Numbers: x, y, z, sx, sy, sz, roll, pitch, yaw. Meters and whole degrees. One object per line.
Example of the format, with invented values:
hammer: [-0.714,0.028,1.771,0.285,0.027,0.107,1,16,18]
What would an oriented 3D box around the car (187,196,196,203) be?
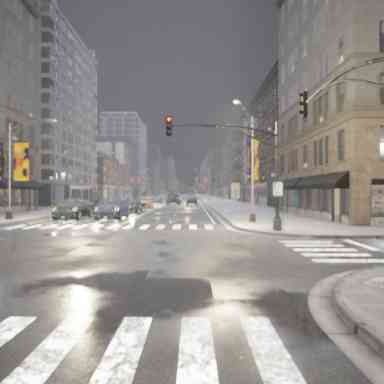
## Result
car: [-0.017,1.502,68.517,1.812,1.442,4.674,0,0,0]

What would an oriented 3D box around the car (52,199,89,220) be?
car: [-9.845,1.348,27.613,2.097,1.767,4.553,0,0,0]

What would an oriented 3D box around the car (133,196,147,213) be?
car: [-6.592,1.485,36.452,2.128,1.511,4.902,0,0,0]

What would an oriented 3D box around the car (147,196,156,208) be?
car: [-6.591,1.467,46.739,1.882,1.535,5.008,0,0,0]

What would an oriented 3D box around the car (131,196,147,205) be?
car: [-9.791,1.473,61.300,2.128,1.511,4.902,0,0,1]

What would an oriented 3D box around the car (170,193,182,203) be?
car: [-3.267,1.198,68.546,2.150,2.045,5.566,0,0,0]

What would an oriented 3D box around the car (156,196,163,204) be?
car: [-6.533,1.506,61.847,1.812,1.442,4.674,0,0,0]

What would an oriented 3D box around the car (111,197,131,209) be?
car: [-9.844,1.515,46.533,1.812,1.442,4.674,0,0,0]

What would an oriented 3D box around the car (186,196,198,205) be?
car: [-0.014,1.487,58.097,1.837,1.490,4.892,0,0,0]

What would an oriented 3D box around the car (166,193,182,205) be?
car: [-3.264,1.204,58.126,2.150,2.045,5.566,0,0,0]

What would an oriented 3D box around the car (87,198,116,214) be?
car: [-9.846,1.498,36.586,1.837,1.490,4.892,0,0,0]

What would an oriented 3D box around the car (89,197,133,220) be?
car: [-6.596,1.348,27.613,2.097,1.767,4.553,0,0,0]
